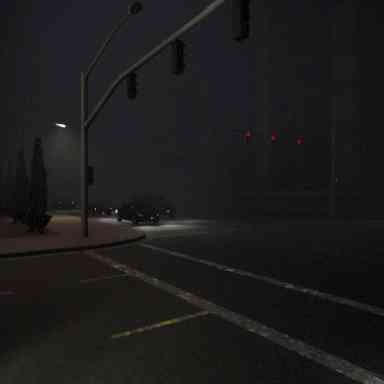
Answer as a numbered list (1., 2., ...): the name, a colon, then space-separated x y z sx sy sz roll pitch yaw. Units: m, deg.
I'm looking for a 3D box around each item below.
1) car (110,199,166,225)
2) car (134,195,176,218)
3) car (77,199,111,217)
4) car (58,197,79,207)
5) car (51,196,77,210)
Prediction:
1. car: -4.174 1.560 25.122 1.837 1.490 4.892 0 0 -35
2. car: -3.613 1.277 30.438 2.150 2.045 5.566 0 0 -35
3. car: -9.470 1.656 32.723 1.895 1.301 4.718 0 0 -35
4. car: -20.315 1.603 54.533 2.033 1.411 5.357 0 0 -35
5. car: -16.709 1.407 43.122 2.097 1.767 4.553 0 0 -35
